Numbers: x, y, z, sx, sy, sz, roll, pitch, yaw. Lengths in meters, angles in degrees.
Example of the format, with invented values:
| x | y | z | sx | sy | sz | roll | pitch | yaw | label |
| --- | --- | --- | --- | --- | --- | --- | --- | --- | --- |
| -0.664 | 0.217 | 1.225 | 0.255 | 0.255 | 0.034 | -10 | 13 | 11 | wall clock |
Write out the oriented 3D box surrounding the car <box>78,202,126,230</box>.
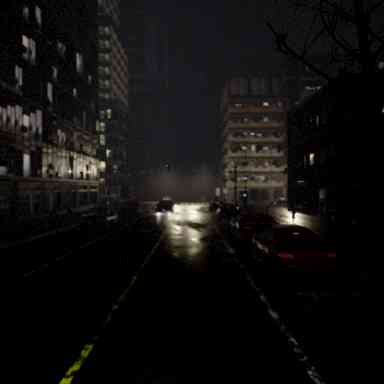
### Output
| x | y | z | sx | sy | sz | roll | pitch | yaw | label |
| --- | --- | --- | --- | --- | --- | --- | --- | --- | --- |
| -5.795 | 1.560 | 20.905 | 2.008 | 1.369 | 4.403 | -1 | 0 | 0 | car |

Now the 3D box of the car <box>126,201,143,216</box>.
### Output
| x | y | z | sx | sy | sz | roll | pitch | yaw | label |
| --- | --- | --- | --- | --- | --- | --- | --- | --- | --- |
| -5.817 | 1.560 | 32.195 | 1.887 | 1.381 | 4.507 | -1 | 0 | 0 | car |

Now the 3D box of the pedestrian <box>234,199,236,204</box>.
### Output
| x | y | z | sx | sy | sz | roll | pitch | yaw | label |
| --- | --- | --- | --- | --- | --- | --- | --- | --- | --- |
| 6.157 | 1.555 | 47.304 | 0.500 | 1.100 | 0.500 | -1 | 1 | 0 | pedestrian |

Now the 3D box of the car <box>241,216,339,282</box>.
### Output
| x | y | z | sx | sy | sz | roll | pitch | yaw | label |
| --- | --- | --- | --- | --- | --- | --- | --- | --- | --- |
| 2.717 | 1.586 | 9.556 | 1.802 | 1.307 | 4.206 | -1 | 0 | 0 | car |

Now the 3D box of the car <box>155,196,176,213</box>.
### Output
| x | y | z | sx | sy | sz | roll | pitch | yaw | label |
| --- | --- | --- | --- | --- | --- | --- | --- | --- | --- |
| -3.043 | 1.566 | 38.342 | 2.033 | 1.411 | 5.357 | 0 | 0 | 0 | car |

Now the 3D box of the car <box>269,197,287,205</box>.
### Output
| x | y | z | sx | sy | sz | roll | pitch | yaw | label |
| --- | --- | --- | --- | --- | --- | --- | --- | --- | --- |
| 16.342 | 1.662 | 60.905 | 4.403 | 1.369 | 2.008 | 0 | 0 | 1 | car |

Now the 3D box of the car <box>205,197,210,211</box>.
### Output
| x | y | z | sx | sy | sz | roll | pitch | yaw | label |
| --- | --- | --- | --- | --- | --- | --- | --- | --- | --- |
| 2.825 | 1.543 | 37.948 | 1.752 | 1.417 | 4.829 | -1 | 0 | 0 | car |

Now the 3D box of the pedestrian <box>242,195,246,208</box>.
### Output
| x | y | z | sx | sy | sz | roll | pitch | yaw | label |
| --- | --- | --- | --- | --- | --- | --- | --- | --- | --- |
| 7.156 | 1.330 | 46.100 | 0.375 | 1.860 | 0.375 | -1 | 1 | 0 | pedestrian |

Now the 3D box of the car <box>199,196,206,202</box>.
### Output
| x | y | z | sx | sy | sz | roll | pitch | yaw | label |
| --- | --- | --- | --- | --- | --- | --- | --- | --- | --- |
| 2.715 | 1.595 | 81.387 | 2.008 | 1.369 | 4.403 | -1 | 0 | 0 | car |

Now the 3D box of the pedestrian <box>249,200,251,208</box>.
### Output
| x | y | z | sx | sy | sz | roll | pitch | yaw | label |
| --- | --- | --- | --- | --- | --- | --- | --- | --- | --- |
| 8.156 | 1.360 | 46.700 | 0.375 | 1.860 | 0.375 | -1 | 1 | 0 | pedestrian |

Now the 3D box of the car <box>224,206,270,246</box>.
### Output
| x | y | z | sx | sy | sz | roll | pitch | yaw | label |
| --- | --- | --- | --- | --- | --- | --- | --- | --- | --- |
| 2.753 | 1.551 | 15.201 | 1.887 | 1.381 | 4.507 | -1 | 0 | 0 | car |

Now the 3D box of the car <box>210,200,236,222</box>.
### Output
| x | y | z | sx | sy | sz | roll | pitch | yaw | label |
| --- | --- | --- | --- | --- | --- | --- | --- | --- | --- |
| 2.820 | 1.562 | 26.489 | 2.008 | 1.369 | 4.403 | -1 | 0 | 0 | car |
